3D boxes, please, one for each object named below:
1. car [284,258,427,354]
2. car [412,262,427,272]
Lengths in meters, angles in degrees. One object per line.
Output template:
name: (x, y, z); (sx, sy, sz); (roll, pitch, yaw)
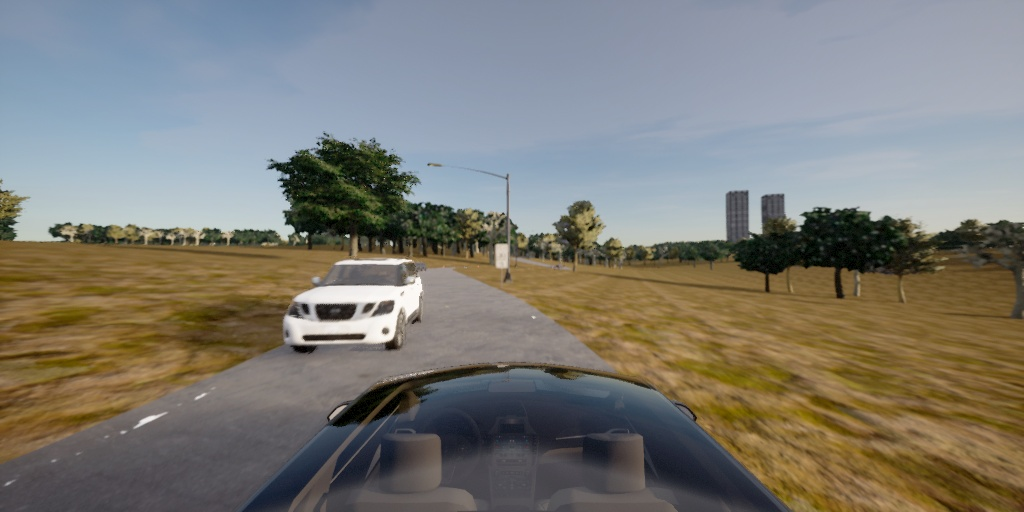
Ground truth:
car: (-3.688, 1.066, 9.524); (2.150, 2.045, 5.566); (0, 0, -6)
car: (-13.334, 1.514, 52.042); (1.994, 1.385, 4.181); (0, 0, -13)
